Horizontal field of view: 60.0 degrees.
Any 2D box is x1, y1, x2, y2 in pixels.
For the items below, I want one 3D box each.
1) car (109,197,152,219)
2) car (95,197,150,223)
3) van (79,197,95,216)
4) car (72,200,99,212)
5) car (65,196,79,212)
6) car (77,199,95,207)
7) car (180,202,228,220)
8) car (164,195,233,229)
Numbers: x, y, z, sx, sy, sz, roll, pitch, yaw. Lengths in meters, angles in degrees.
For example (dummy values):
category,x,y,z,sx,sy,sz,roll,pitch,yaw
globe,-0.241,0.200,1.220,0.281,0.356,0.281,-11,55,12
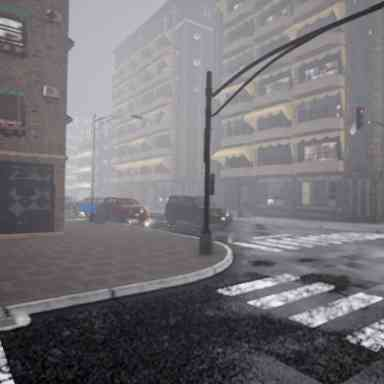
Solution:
category,x,y,z,sx,sy,sz,roll,pitch,yaw
car,-5.675,1.416,30.357,2.097,1.767,4.553,1,-1,-35
car,-5.333,1.313,25.612,2.192,1.841,5.009,1,-1,-35
van,-8.564,1.357,30.157,1.690,1.788,3.998,1,-1,-35
car,-13.112,1.673,40.846,1.994,1.385,4.181,1,-1,-35
car,-15.023,1.371,39.247,2.192,1.841,5.009,1,-1,-35
car,-18.294,1.872,57.443,1.802,1.307,4.206,1,-1,-35
car,0.986,1.691,30.314,1.752,1.417,4.829,1,-1,-35
car,0.258,1.253,22.000,2.150,2.045,5.566,1,-1,-36
